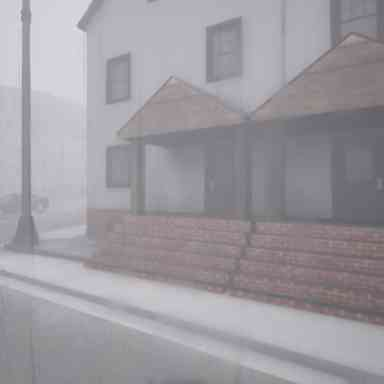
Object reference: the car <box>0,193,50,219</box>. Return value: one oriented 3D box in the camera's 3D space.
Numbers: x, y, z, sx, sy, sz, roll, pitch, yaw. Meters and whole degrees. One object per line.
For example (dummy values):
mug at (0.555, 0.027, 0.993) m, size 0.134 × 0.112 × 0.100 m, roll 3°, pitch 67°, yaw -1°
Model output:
car at (-12.842, 0.913, 24.070) m, size 1.837 × 1.490 × 4.892 m, roll 0°, pitch 7°, yaw 35°
